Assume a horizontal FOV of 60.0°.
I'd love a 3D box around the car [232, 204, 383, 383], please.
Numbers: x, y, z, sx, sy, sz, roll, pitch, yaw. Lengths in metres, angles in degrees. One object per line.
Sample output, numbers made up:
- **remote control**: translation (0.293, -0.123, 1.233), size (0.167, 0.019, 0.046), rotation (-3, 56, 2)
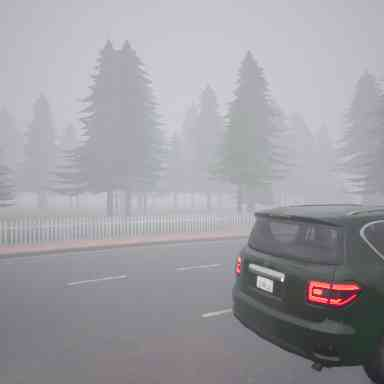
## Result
- **car**: translation (3.277, 1.222, 5.331), size (5.566, 2.045, 2.150), rotation (0, 0, -27)
